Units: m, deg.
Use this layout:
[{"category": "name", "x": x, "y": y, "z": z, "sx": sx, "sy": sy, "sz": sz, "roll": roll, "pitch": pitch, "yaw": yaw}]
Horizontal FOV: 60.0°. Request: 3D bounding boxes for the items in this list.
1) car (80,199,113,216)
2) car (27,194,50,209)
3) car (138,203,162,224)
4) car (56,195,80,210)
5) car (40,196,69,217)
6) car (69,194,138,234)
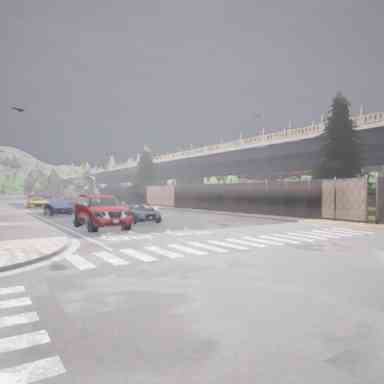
[{"category": "car", "x": -9.533, "y": 1.449, "z": 32.813, "sx": 1.837, "sy": 1.490, "sz": 4.892, "roll": 0, "pitch": 0, "yaw": -32}, {"category": "car", "x": -20.478, "y": 1.418, "z": 43.779, "sx": 1.882, "sy": 1.535, "sz": 5.008, "roll": 0, "pitch": 0, "yaw": -32}, {"category": "car", "x": -3.750, "y": 1.509, "z": 23.545, "sx": 1.994, "sy": 1.385, "sz": 4.181, "roll": 0, "pitch": 0, "yaw": -32}, {"category": "car", "x": -16.286, "y": 1.296, "z": 43.656, "sx": 2.097, "sy": 1.767, "sz": 4.553, "roll": 0, "pitch": 0, "yaw": -32}, {"category": "car", "x": -12.418, "y": 1.420, "z": 30.825, "sx": 1.882, "sy": 1.535, "sz": 5.008, "roll": 0, "pitch": 0, "yaw": -32}, {"category": "car", "x": -5.372, "y": 1.166, "z": 19.520, "sx": 2.150, "sy": 2.045, "sz": 5.566, "roll": 0, "pitch": 0, "yaw": -32}]
